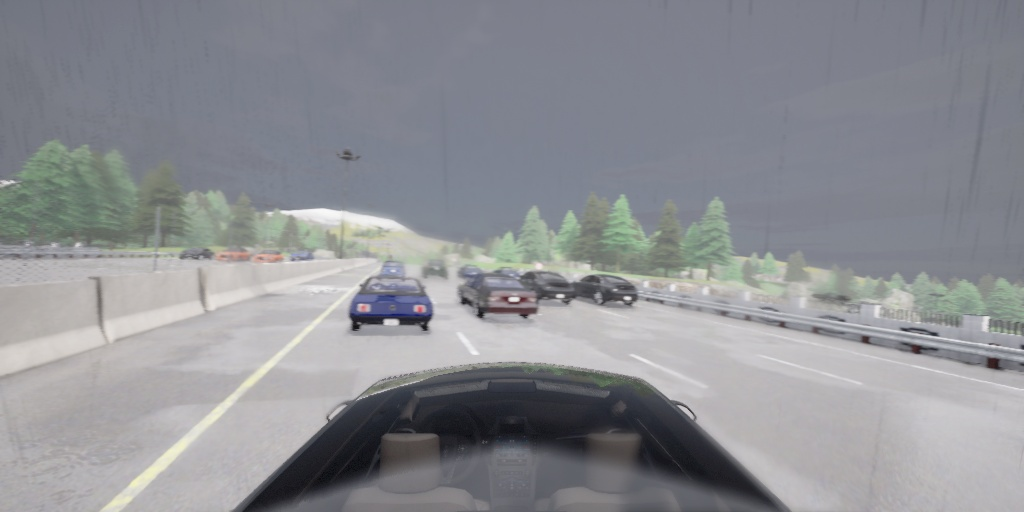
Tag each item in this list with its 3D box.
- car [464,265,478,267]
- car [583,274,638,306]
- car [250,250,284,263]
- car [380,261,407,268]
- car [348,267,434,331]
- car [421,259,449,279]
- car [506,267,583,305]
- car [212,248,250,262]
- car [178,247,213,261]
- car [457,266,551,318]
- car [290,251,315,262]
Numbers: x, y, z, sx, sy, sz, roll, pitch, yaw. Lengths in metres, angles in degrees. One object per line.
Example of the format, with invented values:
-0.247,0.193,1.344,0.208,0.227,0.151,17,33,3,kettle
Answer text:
-4.018,1.530,34.402,1.994,1.385,4.181,4,-1,-18,car
4.687,1.726,19.187,1.837,1.490,4.892,4,-1,-18,car
-29.022,0.062,42.991,2.097,1.767,4.553,4,-1,-18,car
-8.736,1.054,26.418,2.033,1.411,5.357,4,-1,-18,car
-3.405,1.196,10.252,1.895,1.301,4.718,4,-1,-18,car
-7.018,1.092,32.394,2.097,1.767,4.553,4,-1,-18,car
1.377,1.501,18.076,1.837,1.490,4.892,4,-1,-18,car
-32.339,-0.164,41.895,2.097,1.767,4.553,4,-1,-18,car
-35.655,-0.232,40.768,1.837,1.490,4.892,4,-1,-18,car
-0.726,1.348,13.290,2.033,1.411,5.357,4,-1,-18,car
-25.683,0.075,44.062,1.882,1.535,5.008,4,-1,-18,car
